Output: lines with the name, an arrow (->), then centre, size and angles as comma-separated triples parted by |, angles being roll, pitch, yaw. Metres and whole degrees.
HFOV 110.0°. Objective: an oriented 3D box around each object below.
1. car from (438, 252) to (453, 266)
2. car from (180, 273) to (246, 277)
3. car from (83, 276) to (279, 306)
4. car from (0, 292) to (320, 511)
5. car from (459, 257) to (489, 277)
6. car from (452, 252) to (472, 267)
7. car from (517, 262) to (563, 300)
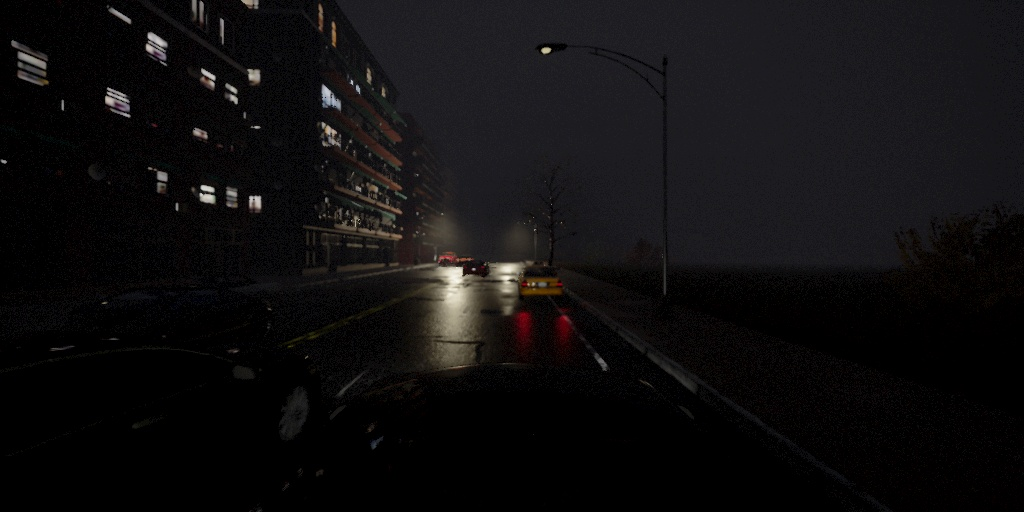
car -> -9.659, 0.424, 54.410 | 2.150, 2.045, 5.566 | 0, 0, 0
car -> -9.819, 1.250, 11.400 | 1.895, 1.301, 4.718 | 0, 1, 0
car -> -6.584, 1.262, 6.725 | 1.994, 1.385, 4.181 | 0, 1, 0
car -> -3.150, 1.247, 2.228 | 1.837, 1.490, 4.892 | 0, 0, 0
car -> -3.057, 1.013, 30.745 | 1.994, 1.385, 4.181 | 0, 1, 0
car -> -6.438, 0.607, 49.179 | 2.097, 1.767, 4.553 | 0, 1, 0
car -> 1.185, 1.054, 16.420 | 1.801, 1.575, 5.366 | 0, 1, 0
